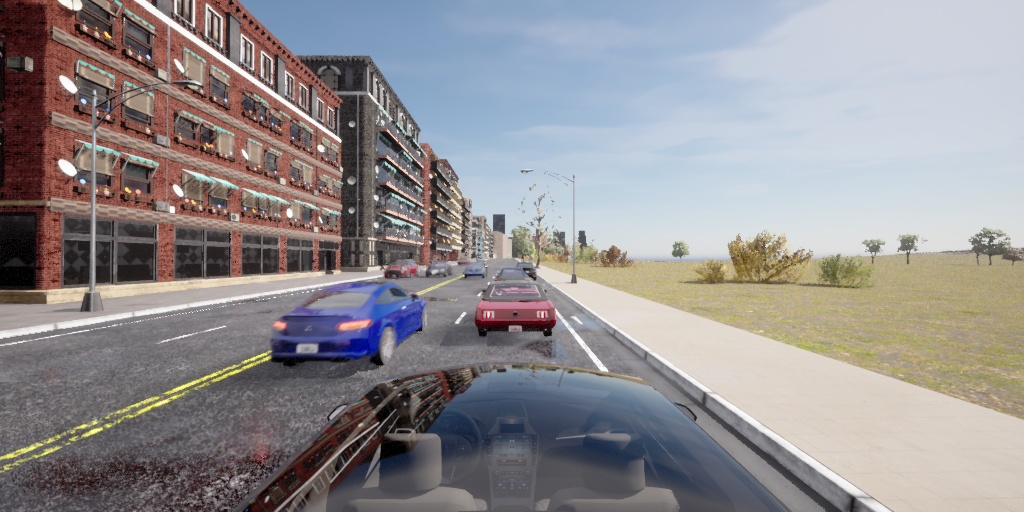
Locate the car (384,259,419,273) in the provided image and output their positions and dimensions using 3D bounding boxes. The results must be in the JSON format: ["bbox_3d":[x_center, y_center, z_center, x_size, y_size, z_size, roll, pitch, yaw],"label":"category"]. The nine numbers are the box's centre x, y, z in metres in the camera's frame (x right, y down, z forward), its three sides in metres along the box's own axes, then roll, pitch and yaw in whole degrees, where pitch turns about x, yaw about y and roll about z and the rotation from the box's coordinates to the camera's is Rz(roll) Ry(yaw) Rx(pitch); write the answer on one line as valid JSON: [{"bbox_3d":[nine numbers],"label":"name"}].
[{"bbox_3d":[-9.939,1.106,32.444,2.097,1.767,4.553,0,0,0],"label":"car"}]

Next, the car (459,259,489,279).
[{"bbox_3d":[-3.237,1.301,32.892,2.033,1.411,5.357,0,0,0],"label":"car"}]

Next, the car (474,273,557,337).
[{"bbox_3d":[0.076,1.352,10.301,1.895,1.301,4.718,0,0,0],"label":"car"}]

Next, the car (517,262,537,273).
[{"bbox_3d":[1.056,1.259,30.325,1.837,1.490,4.892,0,0,0],"label":"car"}]

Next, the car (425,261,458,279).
[{"bbox_3d":[-6.691,1.245,33.281,2.128,1.511,4.902,0,0,0],"label":"car"}]

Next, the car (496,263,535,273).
[{"bbox_3d":[0.039,1.317,20.331,1.994,1.385,4.181,0,0,0],"label":"car"}]

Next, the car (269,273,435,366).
[{"bbox_3d":[-3.169,1.277,7.841,1.812,1.442,4.674,0,0,0],"label":"car"}]
